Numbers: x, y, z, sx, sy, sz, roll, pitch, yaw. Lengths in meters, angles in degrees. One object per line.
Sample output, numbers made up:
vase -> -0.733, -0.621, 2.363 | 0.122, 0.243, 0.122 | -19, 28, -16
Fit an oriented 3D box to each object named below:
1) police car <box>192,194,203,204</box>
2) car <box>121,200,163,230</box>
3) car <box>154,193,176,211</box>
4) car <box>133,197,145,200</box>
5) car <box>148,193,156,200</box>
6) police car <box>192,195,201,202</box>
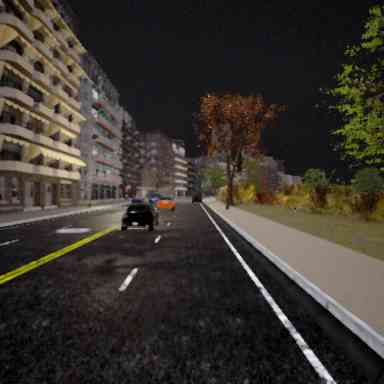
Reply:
police car -> 0.971, 1.423, 63.930 | 1.930, 1.638, 5.238 | 0, 0, 0
car -> -3.151, 1.501, 20.887 | 1.837, 1.490, 4.892 | 0, 0, 0
car -> -3.160, 1.344, 41.487 | 2.097, 1.767, 4.553 | 0, 0, 0
car -> -9.771, 1.596, 60.171 | 1.895, 1.301, 4.718 | 0, 0, 1
car -> -6.523, 1.216, 60.151 | 2.150, 2.045, 5.566 | 0, 0, 1
police car -> 0.990, 1.426, 73.874 | 1.930, 1.638, 5.238 | 0, 0, 1
